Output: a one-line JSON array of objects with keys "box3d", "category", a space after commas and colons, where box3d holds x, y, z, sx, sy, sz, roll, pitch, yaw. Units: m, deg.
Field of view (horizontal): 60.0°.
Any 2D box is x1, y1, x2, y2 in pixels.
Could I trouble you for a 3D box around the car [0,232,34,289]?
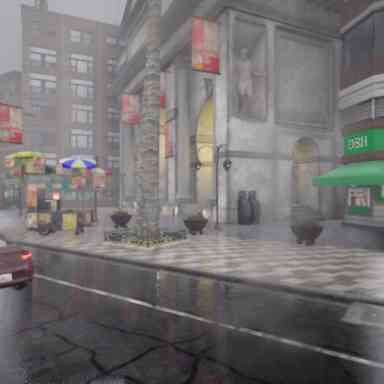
[{"box3d": [-5.544, 1.519, 7.821, 4.674, 1.442, 1.812, 0, 0, 35], "category": "car"}]
